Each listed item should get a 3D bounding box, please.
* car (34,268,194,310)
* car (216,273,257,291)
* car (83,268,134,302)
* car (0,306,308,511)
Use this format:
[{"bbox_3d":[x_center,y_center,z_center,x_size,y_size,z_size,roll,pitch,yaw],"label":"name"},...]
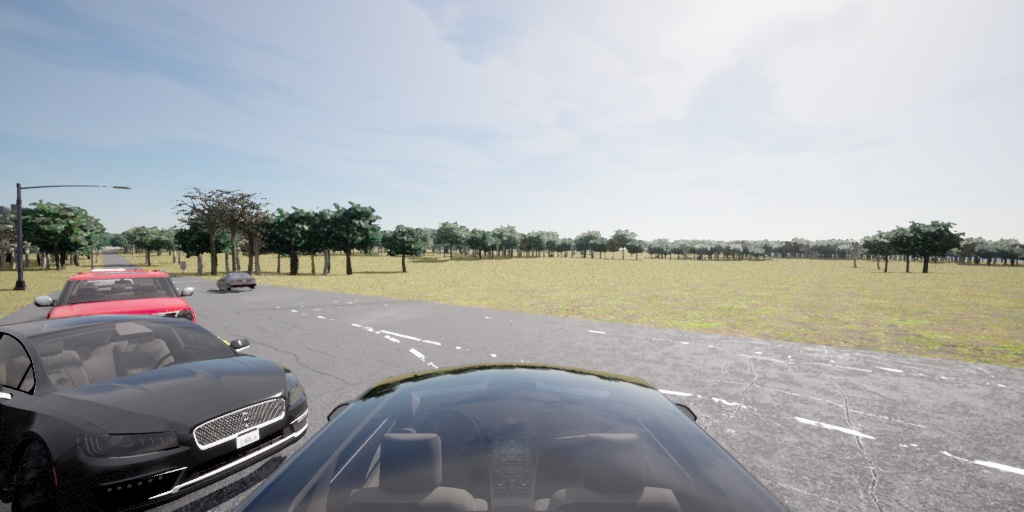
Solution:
[{"bbox_3d":[-9.426,1.384,8.668,5.566,2.045,2.150,-2,0,41],"label":"car"},{"bbox_3d":[-22.859,2.098,29.718,5.357,1.411,2.033,-2,0,41],"label":"car"},{"bbox_3d":[-27.924,1.886,24.854,5.566,2.045,2.150,-2,0,41],"label":"car"},{"bbox_3d":[-4.540,1.445,3.996,4.892,1.490,1.837,-3,-3,21],"label":"car"}]
